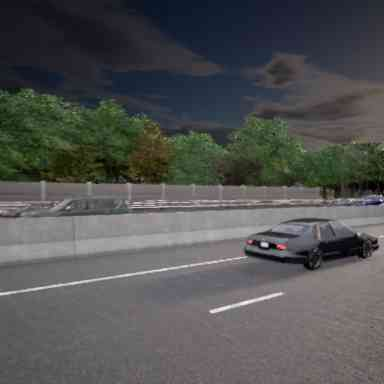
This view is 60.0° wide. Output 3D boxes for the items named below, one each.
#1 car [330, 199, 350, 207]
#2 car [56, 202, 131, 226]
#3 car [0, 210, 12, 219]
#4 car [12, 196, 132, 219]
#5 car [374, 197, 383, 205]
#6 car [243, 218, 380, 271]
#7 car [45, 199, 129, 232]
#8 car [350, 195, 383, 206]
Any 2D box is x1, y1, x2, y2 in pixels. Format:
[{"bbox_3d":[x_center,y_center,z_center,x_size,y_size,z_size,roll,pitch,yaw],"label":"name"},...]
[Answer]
[{"bbox_3d":[22.854,1.813,50.395,4.181,1.385,1.994,0,0,-35],"label":"car"},{"bbox_3d":[-7.204,1.532,24.650,4.902,1.511,2.128,0,0,-35],"label":"car"},{"bbox_3d":[-11.832,1.573,25.652,5.357,1.411,2.033,0,0,-36],"label":"car"},{"bbox_3d":[-5.798,1.246,17.058,5.566,2.045,2.150,0,0,-36],"label":"car"},{"bbox_3d":[26.905,1.774,44.693,4.674,1.442,1.812,0,0,-35],"label":"car"},{"bbox_3d":[4.145,1.593,11.136,5.357,1.411,2.033,0,0,-36],"label":"car"},{"bbox_3d":[-6.526,1.385,20.835,4.553,1.767,2.097,0,0,-36],"label":"car"},{"bbox_3d":[25.931,1.478,48.285,5.566,2.045,2.150,0,0,-35],"label":"car"}]
